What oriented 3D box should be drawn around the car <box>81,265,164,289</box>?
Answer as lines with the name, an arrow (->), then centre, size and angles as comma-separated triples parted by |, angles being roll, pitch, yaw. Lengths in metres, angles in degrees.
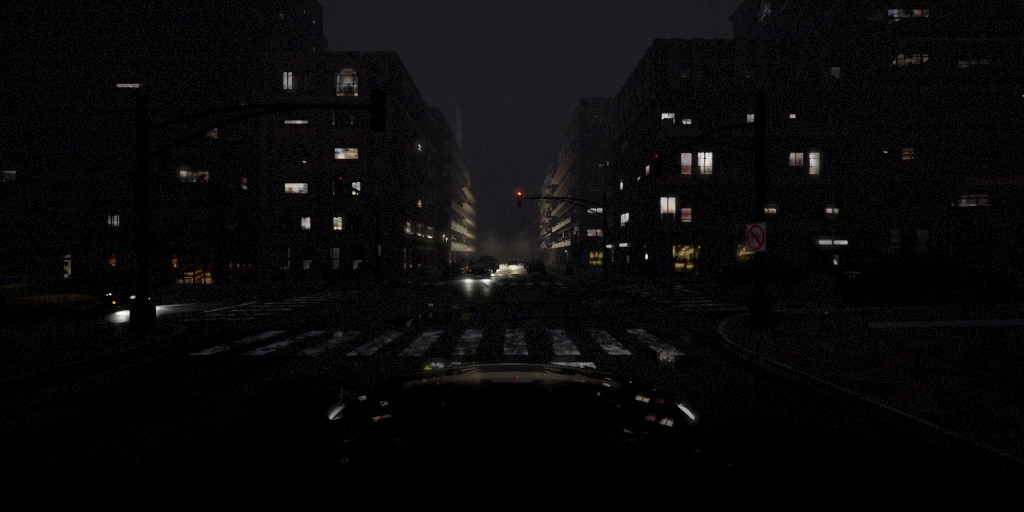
car -> -23.560, 1.462, 21.123 | 5.009, 1.841, 2.192 | 0, 0, 0

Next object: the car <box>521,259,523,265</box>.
car -> 2.803, 1.348, 57.832 | 1.802, 1.307, 4.207 | 0, 0, 0

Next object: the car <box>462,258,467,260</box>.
car -> -5.612, 1.283, 40.630 | 1.751, 1.417, 4.829 | 0, 0, 0

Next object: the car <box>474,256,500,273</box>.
car -> -3.014, 0.981, 44.083 | 2.150, 2.045, 5.566 | 0, 0, 0

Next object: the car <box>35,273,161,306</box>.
car -> -18.295, 1.628, 15.400 | 4.181, 1.385, 1.994 | -1, 0, 0

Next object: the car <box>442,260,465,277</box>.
car -> -5.623, 1.322, 35.117 | 1.948, 1.339, 4.313 | 0, 0, 0

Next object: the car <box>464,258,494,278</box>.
car -> -3.036, 1.233, 34.102 | 1.882, 1.535, 5.008 | 0, 0, 0

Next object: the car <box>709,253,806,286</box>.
car -> 14.615, 0.759, 21.412 | 5.009, 1.841, 2.192 | 0, 0, 0

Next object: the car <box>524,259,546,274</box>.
car -> 2.769, 1.198, 40.785 | 1.967, 1.591, 4.097 | 0, 0, 0

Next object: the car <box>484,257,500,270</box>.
car -> -2.979, 1.116, 54.416 | 2.097, 1.767, 4.553 | 0, 0, 0

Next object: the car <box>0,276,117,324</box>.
car -> -17.608, 1.585, 12.815 | 4.829, 1.417, 1.751 | 0, 0, 0

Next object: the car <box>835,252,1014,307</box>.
car -> 14.733, 0.775, 13.032 | 5.009, 1.841, 2.192 | 0, 0, 0
